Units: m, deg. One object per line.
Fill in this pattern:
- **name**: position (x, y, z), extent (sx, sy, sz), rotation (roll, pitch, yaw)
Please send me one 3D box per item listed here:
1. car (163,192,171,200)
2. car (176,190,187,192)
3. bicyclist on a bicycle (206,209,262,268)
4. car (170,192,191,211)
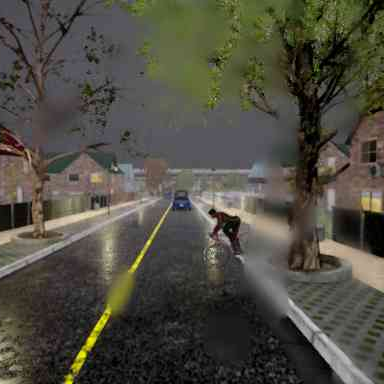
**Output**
- **car**: position (-5.145, 0.838, 70.541), extent (1.882, 1.535, 5.008), rotation (0, 0, -2)
- **car**: position (-1.620, 0.747, 49.907), extent (2.150, 2.045, 5.566), rotation (0, 0, -2)
- **bicyclist on a bicycle**: position (0.998, 1.192, 9.357), extent (1.656, 1.620, 0.582), rotation (-22, -1, 5)
- **car**: position (-1.109, 1.130, 35.474), extent (1.882, 1.535, 5.008), rotation (0, 1, -2)
